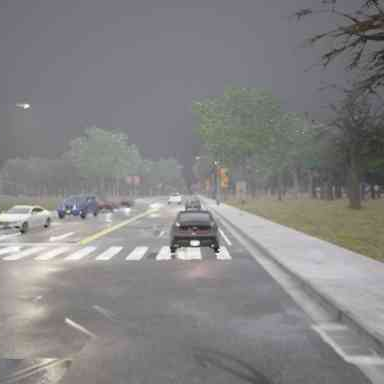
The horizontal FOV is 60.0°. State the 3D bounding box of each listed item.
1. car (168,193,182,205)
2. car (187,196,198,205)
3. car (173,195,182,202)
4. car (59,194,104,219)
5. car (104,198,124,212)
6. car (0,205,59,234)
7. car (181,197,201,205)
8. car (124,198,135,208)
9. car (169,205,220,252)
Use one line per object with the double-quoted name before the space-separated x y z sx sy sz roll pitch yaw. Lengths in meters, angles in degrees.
"car" -3.141 1.222 60.475 2.150 2.045 5.566 0 -1 -3
"car" 0.092 1.553 62.047 2.033 1.411 5.357 0 0 0
"car" -3.239 1.492 76.935 1.882 1.535 5.008 0 0 0
"car" -9.829 1.213 29.296 2.150 2.045 5.566 0 0 1
"car" -9.768 1.595 39.179 1.895 1.301 4.718 0 0 1
"car" -9.843 1.518 19.495 1.812 1.442 4.674 0 0 0
"car" 0.106 1.485 40.428 2.128 1.511 4.902 0 0 0
"car" -9.743 1.600 49.496 1.895 1.301 4.718 0 0 0
"car" 0.102 1.499 13.824 1.837 1.490 4.892 0 0 0
